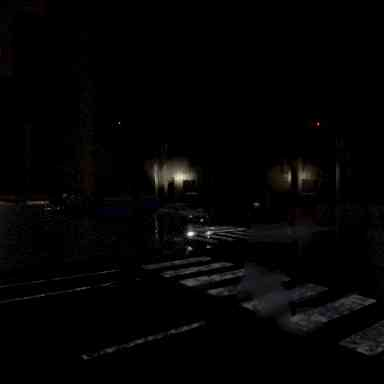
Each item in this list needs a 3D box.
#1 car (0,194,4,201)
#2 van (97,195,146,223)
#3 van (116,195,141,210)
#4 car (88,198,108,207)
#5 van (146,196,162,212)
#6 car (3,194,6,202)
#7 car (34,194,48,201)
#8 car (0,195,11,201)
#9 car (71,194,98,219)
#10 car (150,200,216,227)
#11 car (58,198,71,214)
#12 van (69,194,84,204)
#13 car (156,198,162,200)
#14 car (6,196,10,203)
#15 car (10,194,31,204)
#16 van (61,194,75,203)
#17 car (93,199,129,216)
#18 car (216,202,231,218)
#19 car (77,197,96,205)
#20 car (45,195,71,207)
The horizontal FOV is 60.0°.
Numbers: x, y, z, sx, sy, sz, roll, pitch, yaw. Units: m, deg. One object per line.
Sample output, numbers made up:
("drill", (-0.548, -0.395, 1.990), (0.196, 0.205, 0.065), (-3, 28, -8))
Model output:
("car", (-41.694, 1.529, 75.510), (1.947, 1.339, 4.313), (0, 0, -36))
("van", (-5.315, 1.314, 24.748), (1.690, 1.788, 3.998), (0, 0, -36))
("van", (-8.308, 1.330, 43.560), (1.690, 1.788, 3.998), (0, 0, -36))
("car", (-14.923, 1.569, 52.788), (1.802, 1.307, 4.206), (0, 0, -36))
("van", (-5.001, 1.332, 38.945), (1.690, 1.788, 3.998), (0, 0, -36))
("car", (-38.288, 1.488, 70.756), (1.752, 1.417, 4.829), (0, 0, -36))
("car", (-38.073, 1.304, 85.093), (2.192, 1.841, 5.009), (0, 0, -36))
("car", (-44.902, 1.489, 79.985), (1.752, 1.417, 4.829), (0, 0, -36))
("car", (-8.621, 1.284, 29.363), (2.192, 1.841, 5.009), (0, 0, -36))
("car", (-0.746, 1.510, 22.958), (1.812, 1.442, 4.674), (0, 0, -36))
("car", (-11.930, 1.548, 33.977), (1.802, 1.307, 4.206), (0, 0, -36))
("van", (-21.537, 1.329, 62.019), (1.690, 1.788, 3.998), (0, 0, -36))
("car", (-1.694, 1.577, 34.330), (1.802, 1.307, 4.206), (0, 0, -36))
("car", (-35.079, 1.403, 66.280), (1.967, 1.590, 4.097), (0, 0, -36))
("car", (-31.773, 1.513, 61.665), (2.008, 1.369, 4.403), (0, 0, -36))
("van", (-24.845, 1.329, 66.634), (1.690, 1.788, 3.998), (0, 0, -36))
("car", (-8.191, 1.501, 33.333), (1.812, 1.442, 4.674), (0, 0, -36))
("car", (1.613, 1.549, 29.715), (2.008, 1.369, 4.403), (0, 0, -36))
("car", (-18.230, 1.569, 57.403), (1.802, 1.307, 4.206), (0, 0, -36))
("car", (-20.121, 1.518, 50.115), (2.033, 1.411, 5.357), (0, 0, -35))
